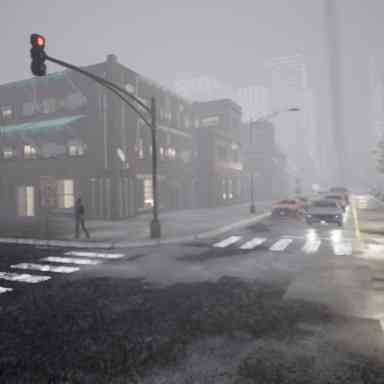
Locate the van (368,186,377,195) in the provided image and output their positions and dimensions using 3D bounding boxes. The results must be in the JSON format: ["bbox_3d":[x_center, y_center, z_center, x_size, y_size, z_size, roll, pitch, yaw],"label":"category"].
[{"bbox_3d":[35.826,-0.188,64.872,1.690,1.788,3.998,-1,1,25],"label":"van"}]

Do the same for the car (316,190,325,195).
[{"bbox_3d":[13.951,0.726,38.390,1.752,1.417,4.829,0,1,25],"label":"car"}]

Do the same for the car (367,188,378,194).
[{"bbox_3d":[40.576,-0.157,74.852,1.802,1.307,4.206,-1,1,25],"label":"car"}]

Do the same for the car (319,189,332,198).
[{"bbox_3d":[23.443,0.290,58.344,1.752,1.417,4.829,-1,1,25],"label":"car"}]

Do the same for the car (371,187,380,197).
[{"bbox_3d":[31.083,0.265,54.897,1.802,1.307,4.206,-1,1,25],"label":"car"}]

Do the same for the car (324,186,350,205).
[{"bbox_3d":[16.636,0.385,37.780,2.150,2.045,5.566,-1,1,25],"label":"car"}]

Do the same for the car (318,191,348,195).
[{"bbox_3d":[12.025,0.903,28.239,1.812,1.442,4.674,-1,1,26],"label":"car"}]

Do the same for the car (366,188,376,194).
[{"bbox_3d":[42.949,-0.277,79.841,1.947,1.339,4.313,-1,1,25],"label":"car"}]

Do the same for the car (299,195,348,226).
[{"bbox_3d":[7.948,1.116,19.722,2.033,1.411,5.357,-1,1,26],"label":"car"}]

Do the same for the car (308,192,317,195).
[{"bbox_3d":[9.279,0.985,28.567,1.947,1.339,4.313,0,1,25],"label":"car"}]

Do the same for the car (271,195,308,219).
[{"bbox_3d":[6.828,1.077,23.619,1.887,1.381,4.507,0,1,25],"label":"car"}]

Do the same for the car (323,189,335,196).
[{"bbox_3d":[28.263,0.100,68.476,2.008,1.369,4.403,-1,1,25],"label":"car"}]

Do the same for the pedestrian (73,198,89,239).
[{"bbox_3d":[-4.918,1.150,14.609,0.375,1.860,0.375,-1,1,25],"label":"pedestrian"}]

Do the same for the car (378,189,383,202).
[{"bbox_3d":[23.965,0.574,39.932,1.947,1.339,4.313,-1,1,25],"label":"car"}]

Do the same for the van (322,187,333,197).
[{"bbox_3d":[25.886,-0.004,63.484,1.690,1.788,3.998,-1,1,25],"label":"van"}]

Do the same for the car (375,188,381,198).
[{"bbox_3d":[26.337,0.450,44.921,2.008,1.369,4.403,-1,1,25],"label":"car"}]
